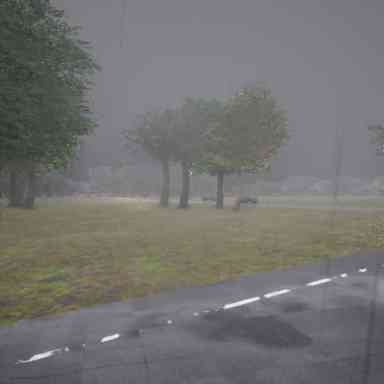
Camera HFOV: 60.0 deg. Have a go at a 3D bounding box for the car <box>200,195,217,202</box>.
[{"bbox_3d":[3.800,1.484,75.750,1.837,1.490,4.892,1,0,-33],"label":"car"}]

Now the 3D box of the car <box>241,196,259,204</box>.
[{"bbox_3d":[10.927,1.625,64.979,1.837,1.490,4.892,1,-1,-33],"label":"car"}]
